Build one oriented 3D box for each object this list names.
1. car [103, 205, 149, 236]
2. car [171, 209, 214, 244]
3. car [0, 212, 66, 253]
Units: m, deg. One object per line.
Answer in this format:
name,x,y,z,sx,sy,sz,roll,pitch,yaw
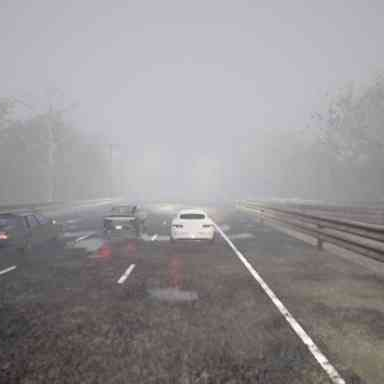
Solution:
car,-3.533,1.477,18.328,2.128,1.511,4.902,0,0,-1
car,0.000,1.511,15.520,1.812,1.442,4.674,0,0,-1
car,-6.977,1.536,13.585,2.033,1.411,5.357,0,0,-1
